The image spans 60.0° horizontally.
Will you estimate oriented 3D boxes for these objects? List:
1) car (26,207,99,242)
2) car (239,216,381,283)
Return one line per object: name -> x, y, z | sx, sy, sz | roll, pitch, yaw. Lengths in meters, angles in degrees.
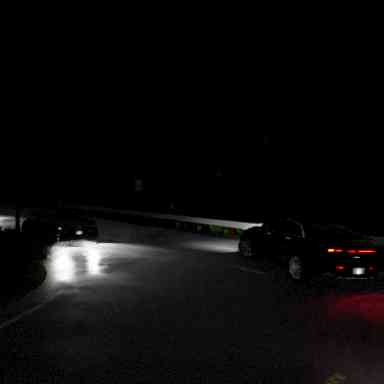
car -> -5.750, 1.363, 14.402 | 1.994, 1.385, 4.181 | -1, 2, -43
car -> 3.027, 1.452, 9.600 | 1.837, 1.490, 4.892 | 4, 0, -15
